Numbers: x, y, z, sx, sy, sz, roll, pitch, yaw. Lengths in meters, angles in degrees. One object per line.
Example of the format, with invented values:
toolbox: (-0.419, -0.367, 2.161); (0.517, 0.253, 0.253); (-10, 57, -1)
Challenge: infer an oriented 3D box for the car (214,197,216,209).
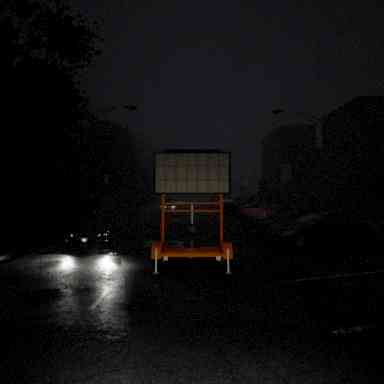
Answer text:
car: (5.217, 1.503, 31.754); (5.366, 1.575, 1.946); (1, 0, -20)

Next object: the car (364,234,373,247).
car: (5.313, 1.487, 4.808); (4.892, 1.521, 2.231); (1, 0, -20)

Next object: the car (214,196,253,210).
car: (5.417, 1.414, 43.827); (4.553, 1.767, 2.185); (1, 0, -20)

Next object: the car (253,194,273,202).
car: (18.531, 1.464, 86.853); (2.435, 2.045, 5.566); (0, 0, -21)

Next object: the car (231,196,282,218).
car: (5.384, 1.369, 22.821); (4.553, 1.767, 2.185); (1, 0, -20)

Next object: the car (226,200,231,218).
car: (5.360, 1.539, 25.818); (4.674, 1.452, 2.002); (1, 0, -20)

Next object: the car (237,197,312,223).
car: (5.372, 1.366, 19.820); (4.553, 1.767, 2.185); (1, 0, -20)

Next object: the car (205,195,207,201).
car: (5.536, 1.392, 70.886); (5.566, 2.045, 2.435); (1, 0, -20)

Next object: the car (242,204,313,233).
car: (5.301, 1.518, 16.800); (4.792, 1.488, 2.163); (1, 0, -20)

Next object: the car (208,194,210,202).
car: (5.518, 1.447, 52.845); (4.553, 1.767, 2.185); (1, 0, -20)

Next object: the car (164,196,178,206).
car: (-4.007, 1.455, 57.076); (2.097, 1.767, 4.553); (0, 0, 0)

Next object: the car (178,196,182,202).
car: (-3.670, 1.683, 83.079); (1.882, 1.535, 5.008); (0, 0, 4)

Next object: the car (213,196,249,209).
car: (5.430, 1.424, 46.828); (4.553, 1.767, 2.185); (1, 0, -20)

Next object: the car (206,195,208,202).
car: (5.486, 1.584, 55.848); (5.008, 1.535, 2.097); (1, -1, -20)

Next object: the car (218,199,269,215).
car: (5.377, 1.545, 34.811); (4.792, 1.488, 2.163); (1, 0, -20)

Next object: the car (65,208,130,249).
car: (-3.942, 1.507, 14.572); (1.837, 1.490, 4.892); (0, 0, 0)

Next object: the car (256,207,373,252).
car: (5.322, 1.528, 13.808); (4.674, 1.452, 2.002); (1, 0, -20)

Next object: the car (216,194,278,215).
car: (5.367, 1.252, 28.796); (5.566, 2.045, 2.435); (1, 0, -20)

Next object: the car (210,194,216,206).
car: (5.398, 1.271, 37.813); (5.566, 2.045, 2.435); (1, 0, -20)

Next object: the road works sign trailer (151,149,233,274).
road works sign trailer: (0.007, 0.465, 10.537); (2.380, 3.560, 2.880); (0, 0, 0)
